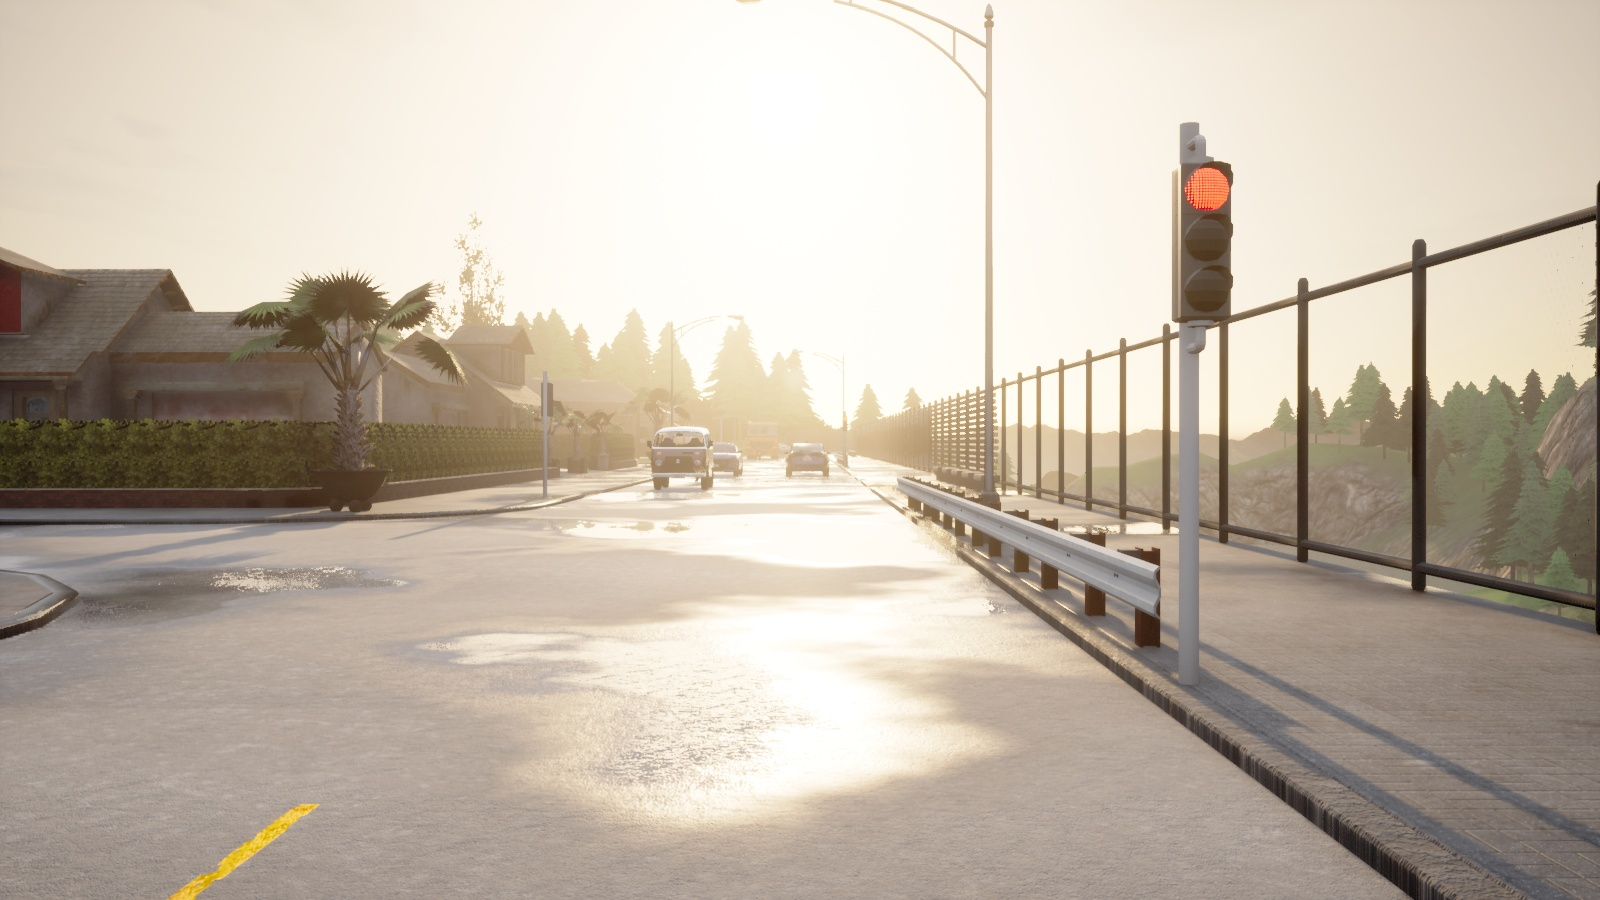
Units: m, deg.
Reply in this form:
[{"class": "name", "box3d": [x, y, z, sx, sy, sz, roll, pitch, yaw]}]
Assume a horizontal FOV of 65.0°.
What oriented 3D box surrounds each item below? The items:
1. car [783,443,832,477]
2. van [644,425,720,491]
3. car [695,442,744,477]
[{"class": "car", "box3d": [0.337, 0.424, 57.103, 2.163, 1.488, 4.792, 0, 0, 0]}, {"class": "van", "box3d": [-3.779, 0.236, 40.949, 2.069, 2.038, 4.480, 0, 0, 0]}, {"class": "car", "box3d": [-3.659, 0.396, 57.693, 1.882, 1.535, 5.008, 0, 0, 0]}]
